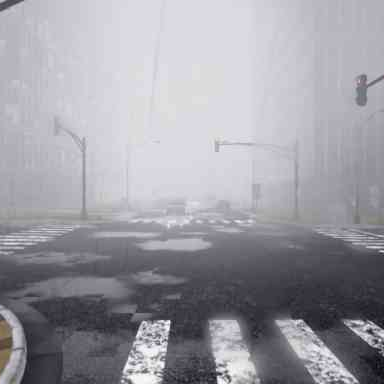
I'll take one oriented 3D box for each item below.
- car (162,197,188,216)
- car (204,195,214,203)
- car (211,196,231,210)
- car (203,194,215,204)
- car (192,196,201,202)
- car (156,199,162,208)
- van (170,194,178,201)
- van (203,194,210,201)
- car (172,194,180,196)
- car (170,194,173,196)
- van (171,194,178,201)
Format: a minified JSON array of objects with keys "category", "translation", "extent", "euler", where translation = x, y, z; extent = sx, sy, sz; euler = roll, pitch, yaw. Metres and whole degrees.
[{"category":"car","translation":[-1.599,1.564,33.645],"extent":[2.033,1.411,5.357],"euler":[0,0,0]},{"category":"car","translation":[3.556,1.432,69.476],"extent":[1.967,1.590,4.097],"euler":[0,0,0]},{"category":"car","translation":[3.804,1.579,41.840],"extent":[1.947,1.339,4.313],"euler":[0,0,0]},{"category":"car","translation":[3.596,1.313,63.948],"extent":[2.192,1.841,5.009],"euler":[0,0,0]},{"category":"car","translation":[0.969,1.512,73.120],"extent":[1.812,1.442,4.674],"euler":[0,0,0]},{"category":"car","translation":[-4.165,1.592,47.309],"extent":[1.802,1.307,4.206],"euler":[0,0,0]},{"category":"van","translation":[-4.403,1.321,80.474],"extent":[1.690,1.788,3.998],"euler":[0,0,0]},{"category":"van","translation":[3.477,1.321,80.531],"extent":[1.690,1.788,3.998],"euler":[0,0,0]},{"category":"car","translation":[-1.737,1.498,54.234],"extent":[2.128,1.511,4.902],"euler":[0,0,0]},{"category":"car","translation":[-4.284,1.564,63.892],"extent":[1.947,1.339,4.313],"euler":[0,0,0]},{"category":"van","translation":[-4.443,1.315,86.001],"extent":[1.690,1.788,3.998],"euler":[0,0,0]}]
